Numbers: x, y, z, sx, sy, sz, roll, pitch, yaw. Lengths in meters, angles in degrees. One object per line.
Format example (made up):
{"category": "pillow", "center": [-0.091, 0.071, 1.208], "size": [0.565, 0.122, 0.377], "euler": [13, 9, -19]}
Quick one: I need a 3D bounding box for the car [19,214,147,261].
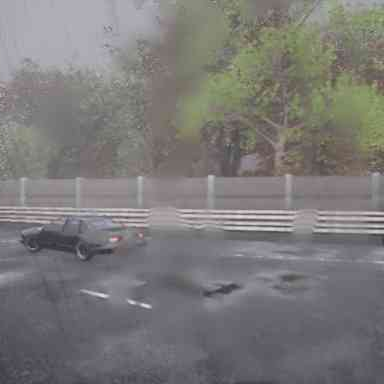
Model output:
{"category": "car", "center": [-4.134, 1.545, 12.243], "size": [5.357, 1.411, 2.033], "euler": [0, 0, 35]}
